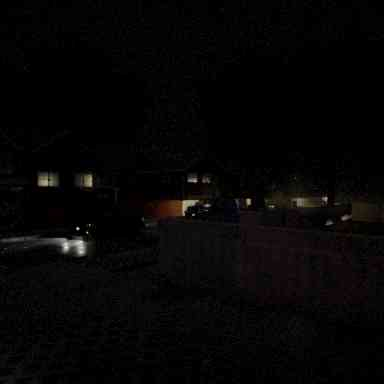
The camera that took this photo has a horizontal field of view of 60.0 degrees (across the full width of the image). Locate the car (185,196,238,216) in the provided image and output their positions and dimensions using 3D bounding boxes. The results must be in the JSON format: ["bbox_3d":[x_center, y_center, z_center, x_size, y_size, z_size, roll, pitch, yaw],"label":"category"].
[{"bbox_3d":[1.700,1.364,26.745,2.150,2.045,5.566,0,0,35],"label":"car"}]

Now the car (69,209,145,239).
[{"bbox_3d":[-4.487,1.642,18.032,1.994,1.385,4.181,0,0,35],"label":"car"}]

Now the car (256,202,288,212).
[{"bbox_3d":[9.053,1.771,37.077,2.033,1.411,5.357,0,0,35],"label":"car"}]
